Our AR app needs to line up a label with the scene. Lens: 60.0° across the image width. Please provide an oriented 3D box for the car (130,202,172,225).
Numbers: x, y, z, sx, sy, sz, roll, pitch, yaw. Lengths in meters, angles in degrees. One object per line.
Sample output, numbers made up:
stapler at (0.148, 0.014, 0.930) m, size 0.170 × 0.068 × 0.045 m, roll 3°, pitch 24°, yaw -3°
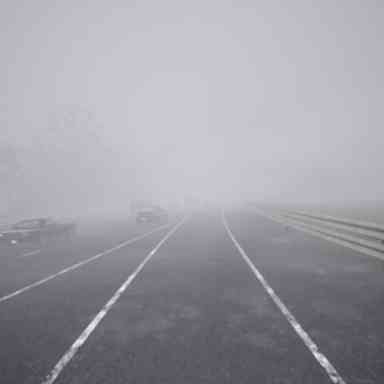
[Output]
car at (-3.299, 1.893, 27.579) m, size 1.812 × 1.442 × 4.674 m, roll -3°, pitch -1°, yaw 9°

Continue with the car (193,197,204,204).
car at (1.815, 2.284, 90.382) m, size 1.882 × 1.535 × 5.008 m, roll -3°, pitch -1°, yaw 13°

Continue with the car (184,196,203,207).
car at (-0.003, 1.844, 65.980) m, size 2.150 × 2.045 × 5.566 m, roll -3°, pitch -1°, yaw 12°

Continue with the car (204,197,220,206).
car at (3.606, 1.926, 66.048) m, size 2.128 × 1.511 × 4.902 m, roll -3°, pitch -1°, yaw 12°

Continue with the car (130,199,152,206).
car at (-7.105, 2.007, 47.511) m, size 2.150 × 2.045 × 5.566 m, roll -3°, pitch -1°, yaw 10°

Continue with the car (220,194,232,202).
car at (8.532, 1.656, 88.463) m, size 2.150 × 2.045 × 5.566 m, roll -3°, pitch -1°, yaw 13°

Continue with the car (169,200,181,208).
car at (-3.565, 2.334, 65.822) m, size 1.812 × 1.442 × 4.674 m, roll -3°, pitch -1°, yaw 11°

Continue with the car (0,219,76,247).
car at (-8.235, 2.122, 18.233) m, size 1.895 × 1.301 × 4.718 m, roll -3°, pitch -1°, yaw 8°
